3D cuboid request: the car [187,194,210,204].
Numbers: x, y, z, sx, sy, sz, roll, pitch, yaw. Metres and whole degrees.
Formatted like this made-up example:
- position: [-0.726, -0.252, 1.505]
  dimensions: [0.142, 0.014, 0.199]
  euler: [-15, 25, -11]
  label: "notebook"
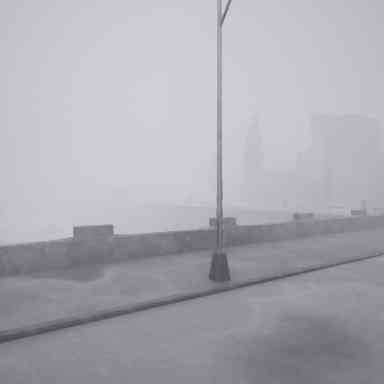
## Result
- position: [1.239, 1.324, 65.789]
  dimensions: [2.150, 2.045, 5.566]
  euler: [0, 0, -35]
  label: "car"
